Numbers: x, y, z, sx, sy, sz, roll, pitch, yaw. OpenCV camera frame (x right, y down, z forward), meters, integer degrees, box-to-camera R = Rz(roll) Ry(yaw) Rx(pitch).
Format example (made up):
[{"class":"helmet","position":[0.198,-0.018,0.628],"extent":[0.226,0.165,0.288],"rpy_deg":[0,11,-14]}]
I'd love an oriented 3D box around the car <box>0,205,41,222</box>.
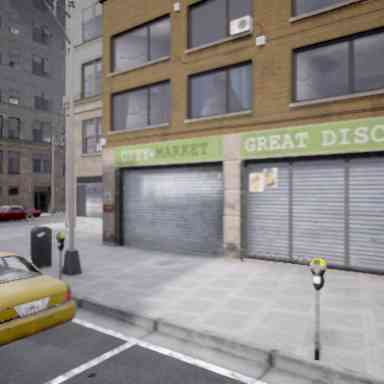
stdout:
[{"class":"car","position":[-14.656,1.754,26.415],"extent":[1.895,1.301,4.718],"rpy_deg":[0,1,34]}]

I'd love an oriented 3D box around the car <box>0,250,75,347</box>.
[{"class":"car","position":[-4.107,1.600,5.994],"extent":[4.829,1.417,1.752],"rpy_deg":[-1,0,35]}]
